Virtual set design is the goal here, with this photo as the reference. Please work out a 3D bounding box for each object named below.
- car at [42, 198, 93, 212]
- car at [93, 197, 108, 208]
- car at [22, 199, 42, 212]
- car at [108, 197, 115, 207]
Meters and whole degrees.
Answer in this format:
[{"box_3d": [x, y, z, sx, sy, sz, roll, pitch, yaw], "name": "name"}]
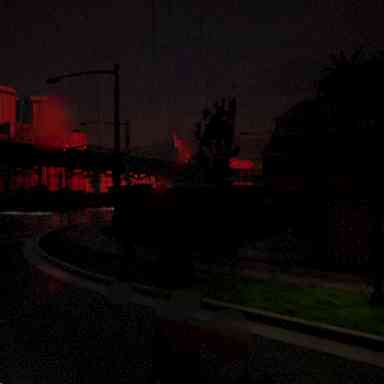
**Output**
[{"box_3d": [-14.633, 1.559, 39.410, 1.837, 1.490, 4.892, 0, 0, 37], "name": "car"}, {"box_3d": [-12.678, 1.474, 47.800, 2.128, 1.511, 4.902, 0, 0, 37], "name": "car"}, {"box_3d": [-18.200, 1.619, 40.498, 1.812, 1.442, 4.674, 0, 0, 37], "name": "car"}, {"box_3d": [-8.759, 1.485, 47.181, 2.033, 1.411, 5.357, 0, 1, 37], "name": "car"}]
